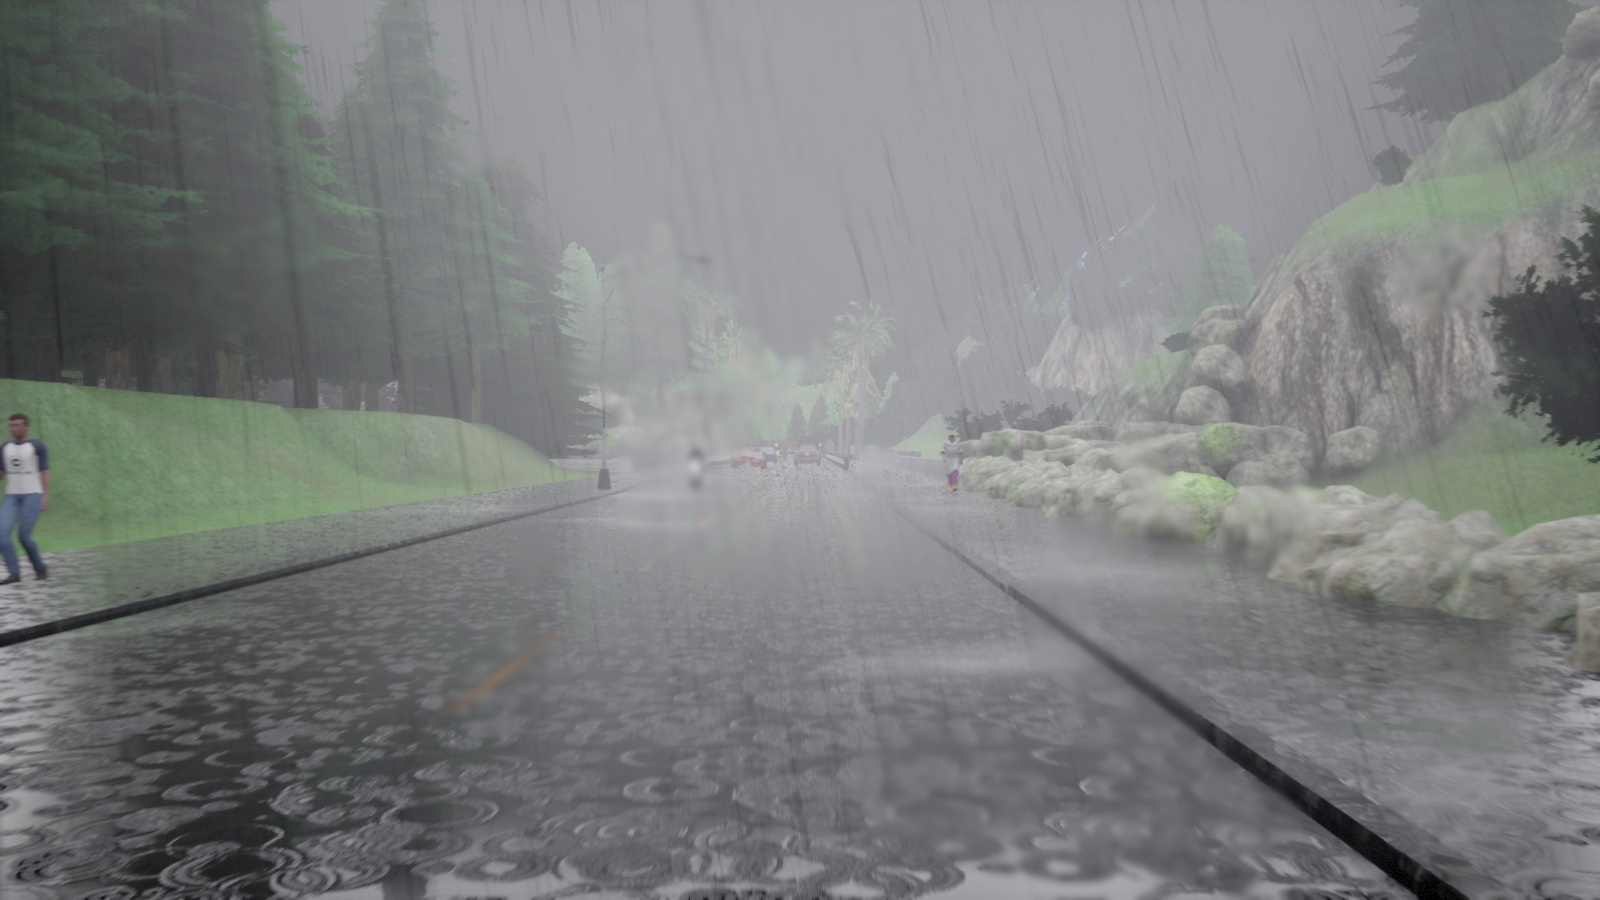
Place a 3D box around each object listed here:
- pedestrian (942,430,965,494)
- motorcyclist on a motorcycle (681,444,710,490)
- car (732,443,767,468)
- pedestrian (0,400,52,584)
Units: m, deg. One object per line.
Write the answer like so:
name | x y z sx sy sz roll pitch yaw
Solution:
pedestrian | 4.798 0.369 39.278 0.659 1.952 0.873 0 0 5
motorcyclist on a motorcycle | -3.730 0.592 44.766 0.866 1.590 1.817 0 0 0
car | -3.485 0.384 86.995 2.242 1.667 4.611 0 0 0
pedestrian | -8.065 0.420 12.883 0.354 1.836 0.706 0 0 0
